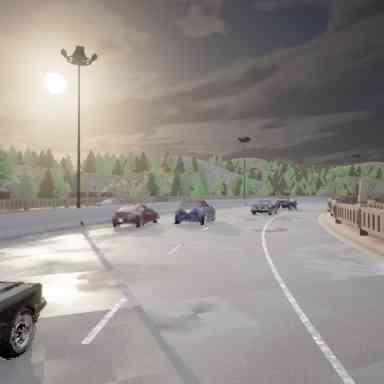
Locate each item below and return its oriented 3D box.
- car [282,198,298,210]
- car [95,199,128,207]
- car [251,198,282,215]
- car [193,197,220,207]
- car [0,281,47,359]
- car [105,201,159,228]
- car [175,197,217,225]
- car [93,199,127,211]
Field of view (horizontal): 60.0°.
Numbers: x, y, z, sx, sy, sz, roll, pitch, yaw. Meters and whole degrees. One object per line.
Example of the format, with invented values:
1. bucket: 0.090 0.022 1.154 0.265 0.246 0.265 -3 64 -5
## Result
1. car: 12.188 1.500 42.827 1.837 1.490 4.892 0 0 32
2. car: -9.014 1.570 39.972 2.128 1.511 4.902 0 0 24
3. car: 7.332 1.541 33.315 2.033 1.411 5.357 0 0 24
4. car: 2.430 1.581 53.779 2.128 1.511 4.902 0 0 34
5. car: -3.275 1.602 3.067 1.895 1.301 4.718 0 0 3
6. car: -3.760 1.546 22.501 1.812 1.442 4.674 0 0 14
7. car: 0.353 1.363 24.255 2.097 1.767 4.553 0 0 16
8. car: -10.845 1.627 44.367 1.812 1.442 4.674 0 0 25
